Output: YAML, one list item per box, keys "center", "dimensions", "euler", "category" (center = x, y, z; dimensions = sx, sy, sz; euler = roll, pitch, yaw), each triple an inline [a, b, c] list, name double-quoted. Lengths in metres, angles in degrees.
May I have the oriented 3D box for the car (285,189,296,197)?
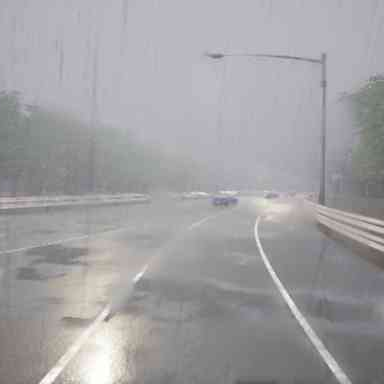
- center: [25.905, 0.227, 87.412]
  dimensions: [2.150, 2.045, 5.566]
  euler: [0, 0, 25]
  category: "car"

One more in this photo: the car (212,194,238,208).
- center: [3.922, 0.968, 38.963]
  dimensions: [1.882, 1.535, 5.008]
  euler: [1, 1, 24]
  category: "car"

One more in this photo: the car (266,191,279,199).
- center: [15.930, 0.660, 65.521]
  dimensions: [1.837, 1.490, 4.892]
  euler: [0, 1, 24]
  category: "car"
